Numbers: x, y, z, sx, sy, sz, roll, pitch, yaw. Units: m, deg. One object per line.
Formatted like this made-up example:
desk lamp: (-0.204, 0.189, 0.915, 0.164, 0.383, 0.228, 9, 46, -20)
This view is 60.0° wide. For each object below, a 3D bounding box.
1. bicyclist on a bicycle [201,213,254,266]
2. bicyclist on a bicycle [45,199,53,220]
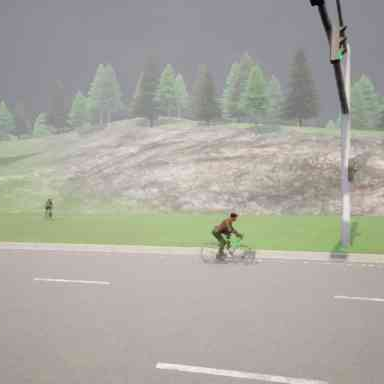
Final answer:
bicyclist on a bicycle: (1.093, 1.455, 10.191, 1.656, 1.620, 0.582, 2, 1, 15)
bicyclist on a bicycle: (-10.733, 1.311, 24.940, 0.582, 1.620, 1.656, 0, -2, -7)
